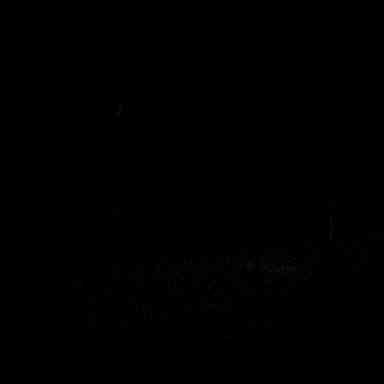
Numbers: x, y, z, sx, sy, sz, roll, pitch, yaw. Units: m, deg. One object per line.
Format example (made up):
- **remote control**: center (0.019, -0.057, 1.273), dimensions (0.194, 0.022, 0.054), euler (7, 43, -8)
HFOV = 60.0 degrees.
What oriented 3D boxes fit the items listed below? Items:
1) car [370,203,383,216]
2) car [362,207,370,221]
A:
- **car**: center (17.223, 1.646, 29.998), dimensions (1.947, 1.339, 4.313), euler (0, 0, -35)
- **car**: center (10.686, 1.589, 25.340), dimensions (1.947, 1.339, 4.313), euler (0, 0, -35)
